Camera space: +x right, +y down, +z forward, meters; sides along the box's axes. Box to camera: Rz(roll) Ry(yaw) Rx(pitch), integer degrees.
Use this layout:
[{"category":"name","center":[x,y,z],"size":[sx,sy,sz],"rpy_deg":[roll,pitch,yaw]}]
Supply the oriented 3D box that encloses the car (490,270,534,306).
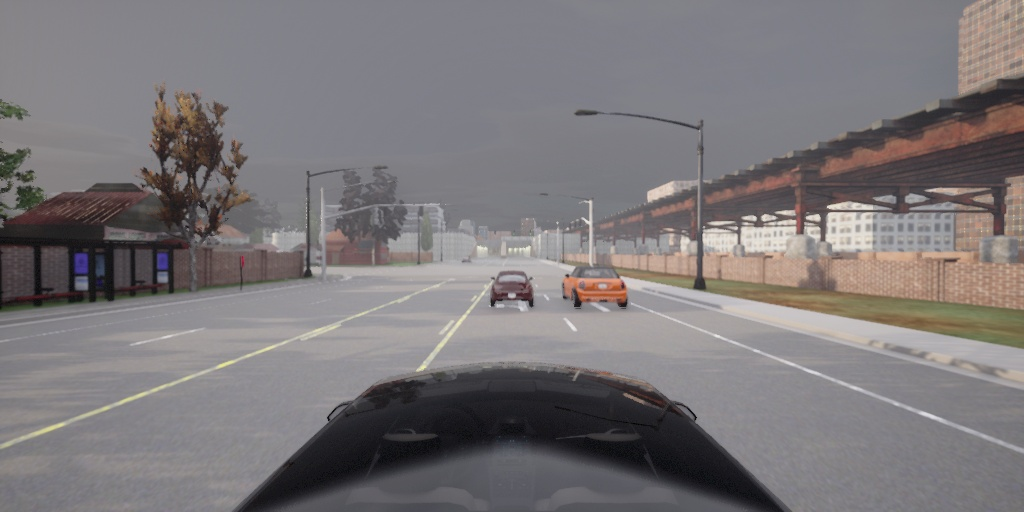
[{"category":"car","center":[0.004,1.374,16.256],"size":[1.812,1.442,4.674],"rpy_deg":[0,0,0]}]

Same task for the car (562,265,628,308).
[{"category":"car","center":[3.500,1.198,15.953],"size":[2.097,1.767,4.553],"rpy_deg":[0,0,0]}]
